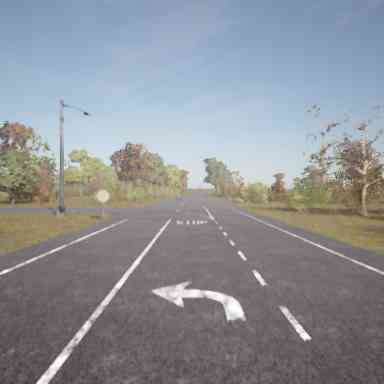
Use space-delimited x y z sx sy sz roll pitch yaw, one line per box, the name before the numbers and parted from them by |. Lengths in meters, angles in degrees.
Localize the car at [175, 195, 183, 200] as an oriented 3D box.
car | -3.411 1.376 86.201 2.033 1.411 5.357 0 0 0
